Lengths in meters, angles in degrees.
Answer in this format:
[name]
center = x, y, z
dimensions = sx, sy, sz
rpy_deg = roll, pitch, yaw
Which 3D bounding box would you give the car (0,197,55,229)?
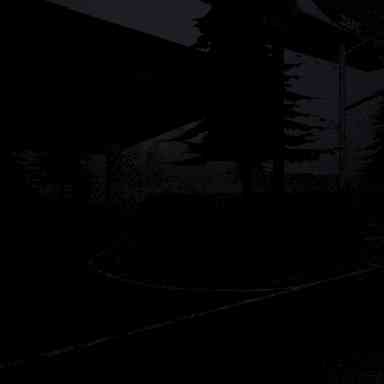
[car]
center = -11.886, 1.313, 23.526
dimensions = 3.866, 1.878, 1.905
rpy_deg = 0, 0, -36
